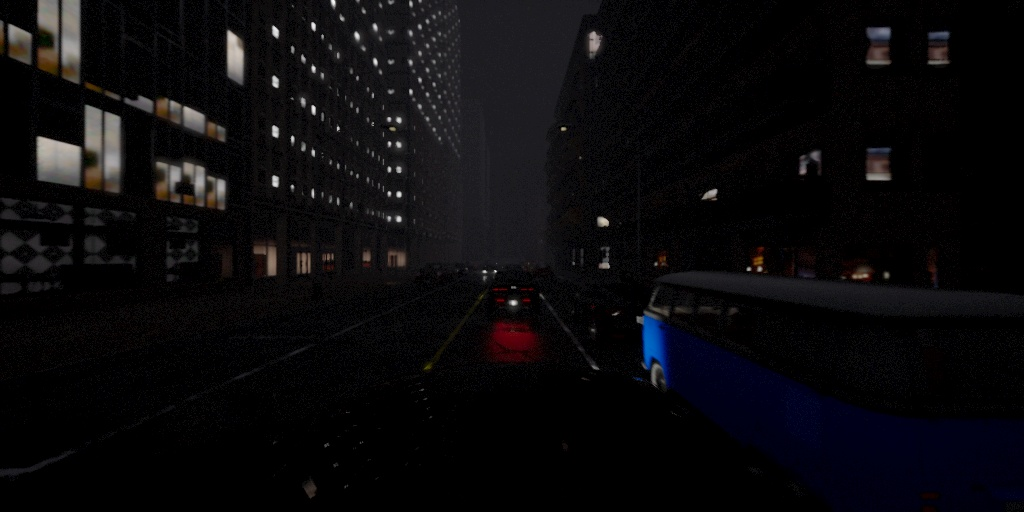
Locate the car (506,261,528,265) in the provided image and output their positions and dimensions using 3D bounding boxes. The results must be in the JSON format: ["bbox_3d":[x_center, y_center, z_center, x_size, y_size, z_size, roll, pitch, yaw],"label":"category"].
[{"bbox_3d":[0.069,1.353,29.639,1.994,1.385,4.181,0,0,0],"label":"car"}]

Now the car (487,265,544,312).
[{"bbox_3d":[0.067,1.274,14.219,1.837,1.490,4.892,0,0,0],"label":"car"}]

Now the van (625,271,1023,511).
[{"bbox_3d":[2.690,1.094,3.709,1.690,1.789,3.998,0,0,0],"label":"van"}]

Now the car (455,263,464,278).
[{"bbox_3d":[-5.697,1.374,31.950,1.802,1.307,4.207,0,0,0],"label":"car"}]

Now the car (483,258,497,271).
[{"bbox_3d":[-3.090,1.350,51.599,1.812,1.442,4.674,0,0,0],"label":"car"}]

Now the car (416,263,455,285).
[{"bbox_3d":[-5.696,1.224,26.302,1.967,1.591,4.097,0,0,0],"label":"car"}]

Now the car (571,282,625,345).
[{"bbox_3d":[2.689,1.327,9.358,1.948,1.339,4.313,0,0,0],"label":"car"}]

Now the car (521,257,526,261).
[{"bbox_3d":[2.985,1.300,61.951,1.801,1.575,5.366,0,0,0],"label":"car"}]

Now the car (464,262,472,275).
[{"bbox_3d":[-5.699,1.366,37.599,1.948,1.339,4.313,0,0,0],"label":"car"}]

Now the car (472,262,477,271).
[{"bbox_3d":[-5.701,1.401,48.896,1.802,1.307,4.207,0,0,0],"label":"car"}]

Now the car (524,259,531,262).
[{"bbox_3d":[2.680,1.335,43.419,1.751,1.417,4.829,0,0,0],"label":"car"}]

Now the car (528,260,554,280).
[{"bbox_3d":[2.683,1.337,31.952,1.888,1.381,4.507,0,0,0],"label":"car"}]
